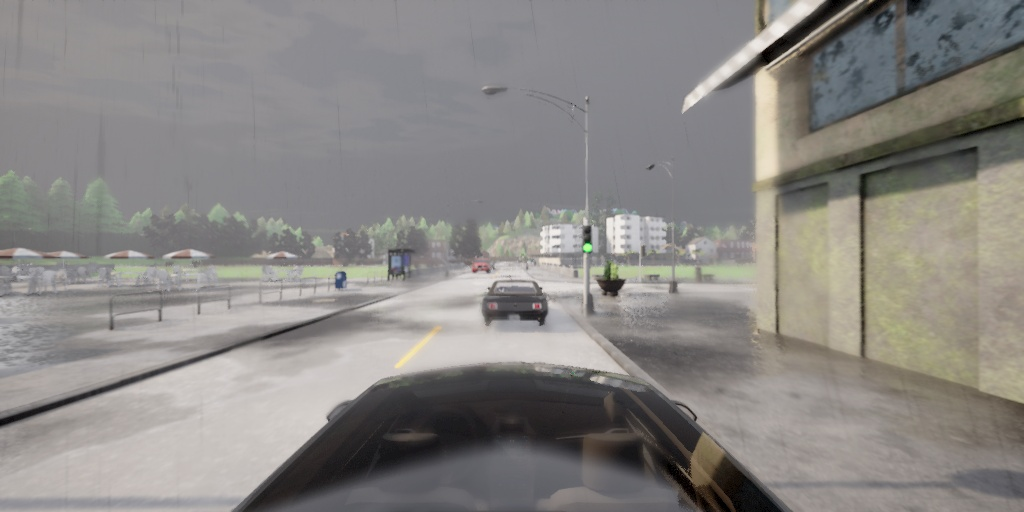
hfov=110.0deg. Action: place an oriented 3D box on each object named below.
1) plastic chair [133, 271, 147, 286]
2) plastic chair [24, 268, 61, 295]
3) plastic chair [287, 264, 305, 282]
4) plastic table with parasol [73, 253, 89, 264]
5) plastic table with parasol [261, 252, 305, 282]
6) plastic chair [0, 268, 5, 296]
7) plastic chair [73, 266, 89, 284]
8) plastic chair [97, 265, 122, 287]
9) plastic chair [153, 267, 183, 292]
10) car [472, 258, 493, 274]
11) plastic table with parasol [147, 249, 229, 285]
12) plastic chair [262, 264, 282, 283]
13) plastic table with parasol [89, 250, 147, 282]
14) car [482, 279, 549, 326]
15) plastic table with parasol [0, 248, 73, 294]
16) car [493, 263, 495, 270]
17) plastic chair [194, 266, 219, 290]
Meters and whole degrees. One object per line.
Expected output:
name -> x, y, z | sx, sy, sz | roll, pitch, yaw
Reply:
plastic chair -> -25.696, 1.449, 25.158 | 0.730, 1.272, 0.750 | 0, 0, 0
plastic chair -> -25.330, 1.407, 19.362 | 0.730, 1.272, 0.750 | 0, 0, -1
plastic chair -> -17.895, 1.483, 29.856 | 0.730, 1.272, 0.750 | 0, 0, 0
plastic table with parasol -> -34.506, 0.862, 27.581 | 2.482, 2.480, 2.482 | 0, 0, 0
plastic table with parasol -> -19.165, 0.880, 29.996 | 2.482, 2.480, 2.482 | 0, 0, 0
plastic chair -> -26.698, 1.398, 18.159 | 0.750, 1.272, 0.730 | 0, 0, 0
plastic chair -> -33.327, 1.466, 27.464 | 0.730, 1.272, 0.750 | 0, 0, -1
plastic chair -> -26.997, 1.440, 23.959 | 0.750, 1.272, 0.730 | 0, 0, 0
plastic chair -> -19.998, 1.418, 20.857 | 0.750, 1.272, 0.730 | 0, 0, 0
car -> -4.072, 1.306, 47.977 | 2.150, 2.045, 5.566 | 0, 0, 0
plastic table with parasol -> -19.917, 0.824, 22.177 | 2.482, 2.480, 2.482 | 0, 0, 0
plastic chair -> -19.195, 1.475, 28.656 | 0.750, 1.272, 0.730 | 0, 0, 0
plastic table with parasol -> -26.896, 0.845, 25.209 | 2.482, 2.480, 2.482 | 0, 0, 0
car -> 0.105, 1.426, 12.061 | 1.895, 1.301, 4.718 | 0, 0, 0
plastic table with parasol -> -26.508, 0.802, 19.289 | 2.482, 2.480, 2.482 | 0, 0, 0
car -> -4.029, 1.729, 64.200 | 1.812, 1.442, 4.674 | 0, 0, 1
plastic chair -> -18.697, 1.427, 22.056 | 0.730, 1.272, 0.750 | 0, 0, 0
